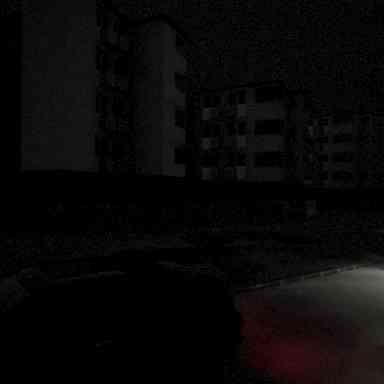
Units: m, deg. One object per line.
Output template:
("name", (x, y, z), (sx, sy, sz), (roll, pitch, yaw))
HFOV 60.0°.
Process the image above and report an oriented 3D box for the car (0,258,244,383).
("car", (-1.500, 1.532, 3.558), (4.674, 1.442, 1.812), (1, 0, -35))
